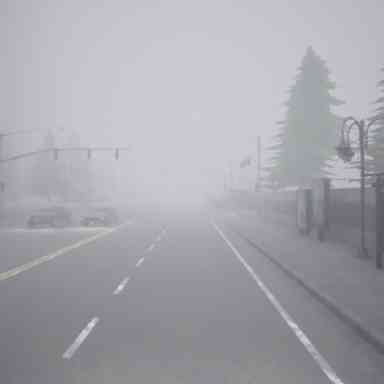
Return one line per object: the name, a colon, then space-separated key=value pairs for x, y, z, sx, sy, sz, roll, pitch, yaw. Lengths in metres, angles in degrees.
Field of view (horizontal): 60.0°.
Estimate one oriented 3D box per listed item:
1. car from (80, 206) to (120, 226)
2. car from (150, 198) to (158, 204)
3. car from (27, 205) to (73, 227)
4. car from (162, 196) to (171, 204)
car: x=-7.006 y=1.828 z=25.979 sx=2.033 sy=1.411 sz=5.357 roll=0 pitch=-1 yaw=0
car: x=-10.497 y=2.465 z=92.851 sx=1.882 sy=1.535 sz=5.008 roll=0 pitch=-1 yaw=0
car: x=-10.515 y=1.777 z=25.006 sx=1.837 sy=1.490 sz=4.892 roll=0 pitch=-1 yaw=0
car: x=-6.997 y=2.212 z=92.824 sx=2.150 sy=2.045 sz=5.566 roll=0 pitch=-1 yaw=0
